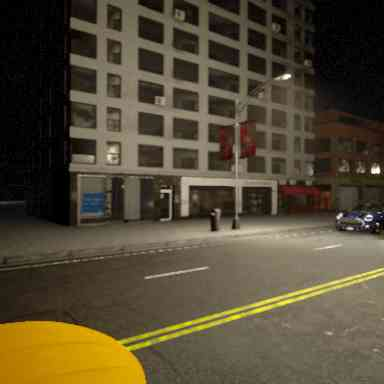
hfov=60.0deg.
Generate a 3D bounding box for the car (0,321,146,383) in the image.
[{"bbox_3d":[-2.593,1.478,1.589,5.008,1.535,1.882,0,0,-35],"label":"car"}]

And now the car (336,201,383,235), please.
[{"bbox_3d":[10.209,1.349,18.948,4.553,1.767,2.097,0,0,-35],"label":"car"}]
